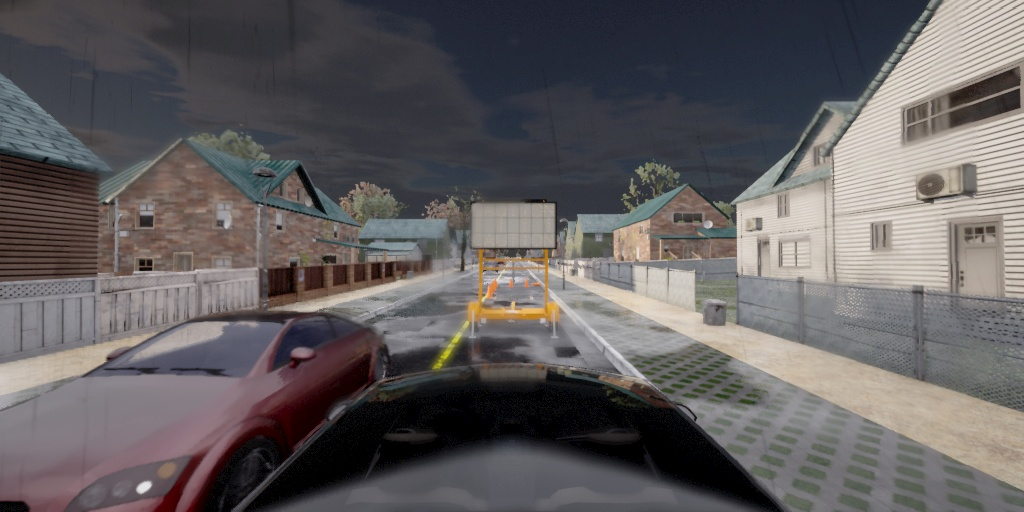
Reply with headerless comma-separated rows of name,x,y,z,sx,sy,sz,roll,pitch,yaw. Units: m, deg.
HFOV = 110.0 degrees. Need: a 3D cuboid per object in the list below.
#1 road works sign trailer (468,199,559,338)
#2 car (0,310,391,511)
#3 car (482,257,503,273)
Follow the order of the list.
road works sign trailer,0.043,0.217,10.127,2.380,3.560,2.880,0,0,0
car,-2.839,1.314,3.791,1.994,1.385,4.181,0,0,0
car,-2.633,1.245,44.224,2.128,1.511,4.902,0,0,0
